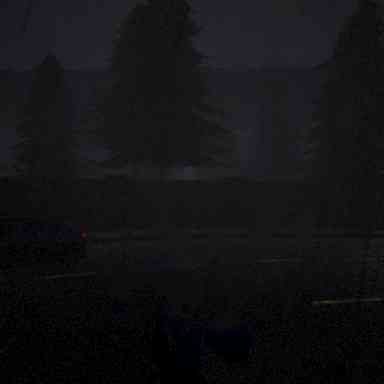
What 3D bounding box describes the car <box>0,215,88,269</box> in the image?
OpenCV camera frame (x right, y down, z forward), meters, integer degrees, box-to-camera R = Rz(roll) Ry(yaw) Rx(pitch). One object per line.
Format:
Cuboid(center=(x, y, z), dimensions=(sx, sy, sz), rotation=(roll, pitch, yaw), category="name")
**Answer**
Cuboid(center=(-5.024, 1.326, 8.986), dimensions=(4.181, 1.385, 1.994), rotation=(0, 1, -29), category="car")
